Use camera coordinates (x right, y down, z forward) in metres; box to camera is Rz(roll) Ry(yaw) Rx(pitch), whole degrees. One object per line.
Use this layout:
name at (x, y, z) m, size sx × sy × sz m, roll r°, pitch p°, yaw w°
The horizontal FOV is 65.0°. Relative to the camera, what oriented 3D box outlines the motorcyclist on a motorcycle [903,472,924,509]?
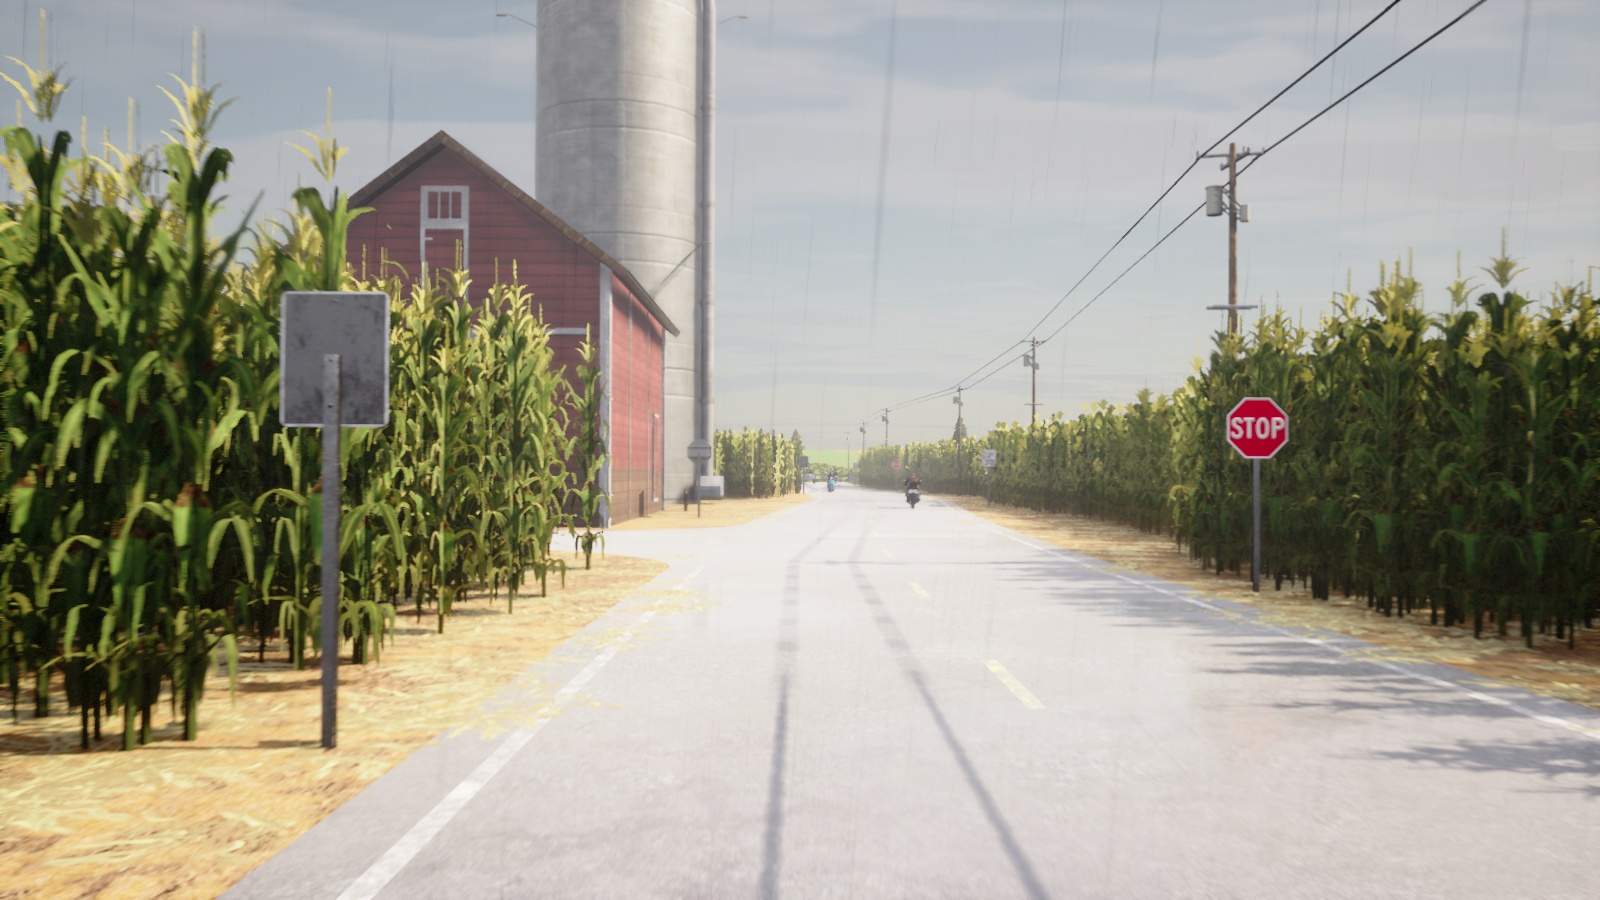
motorcyclist on a motorcycle at (4.850, 1.731, 53.804) m, size 0.866 × 1.530 × 2.191 m, roll 0°, pitch -1°, yaw 5°
